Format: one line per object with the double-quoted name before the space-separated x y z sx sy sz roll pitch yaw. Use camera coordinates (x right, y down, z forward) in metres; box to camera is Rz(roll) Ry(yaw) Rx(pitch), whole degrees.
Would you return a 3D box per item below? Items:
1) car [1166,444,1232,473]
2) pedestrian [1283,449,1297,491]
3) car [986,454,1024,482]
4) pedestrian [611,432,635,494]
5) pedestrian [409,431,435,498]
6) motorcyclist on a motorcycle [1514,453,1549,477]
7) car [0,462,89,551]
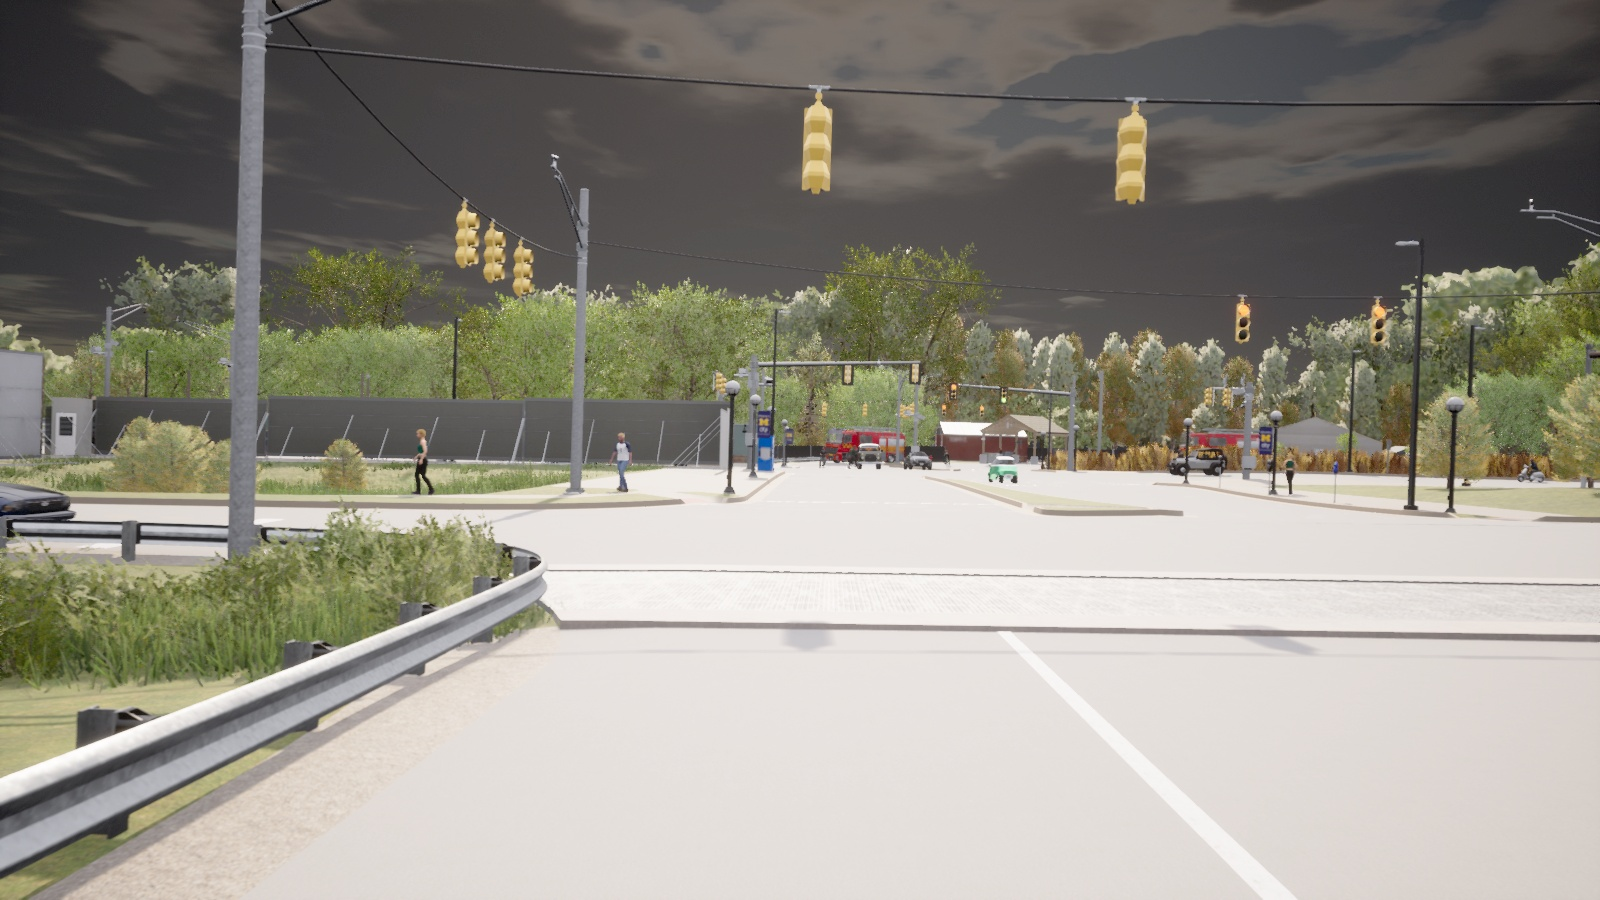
"car" 27.011 0.585 85.107 3.866 1.878 1.905 0 1 0
"pedestrian" 21.593 0.861 55.374 0.345 1.836 0.594 1 1 1
"car" 10.595 0.934 65.010 1.481 1.376 2.207 1 -1 -2
"pedestrian" -5.375 0.391 38.114 0.354 1.836 0.706 2 1 26
"pedestrian" -10.465 0.397 34.786 0.594 1.836 0.345 1 1 -6
"motorcyclist on a motorcycle" 49.417 1.004 84.820 1.817 1.590 0.866 1 1 1
"car" -15.653 0.938 21.923 5.357 1.411 2.033 0 1 2
